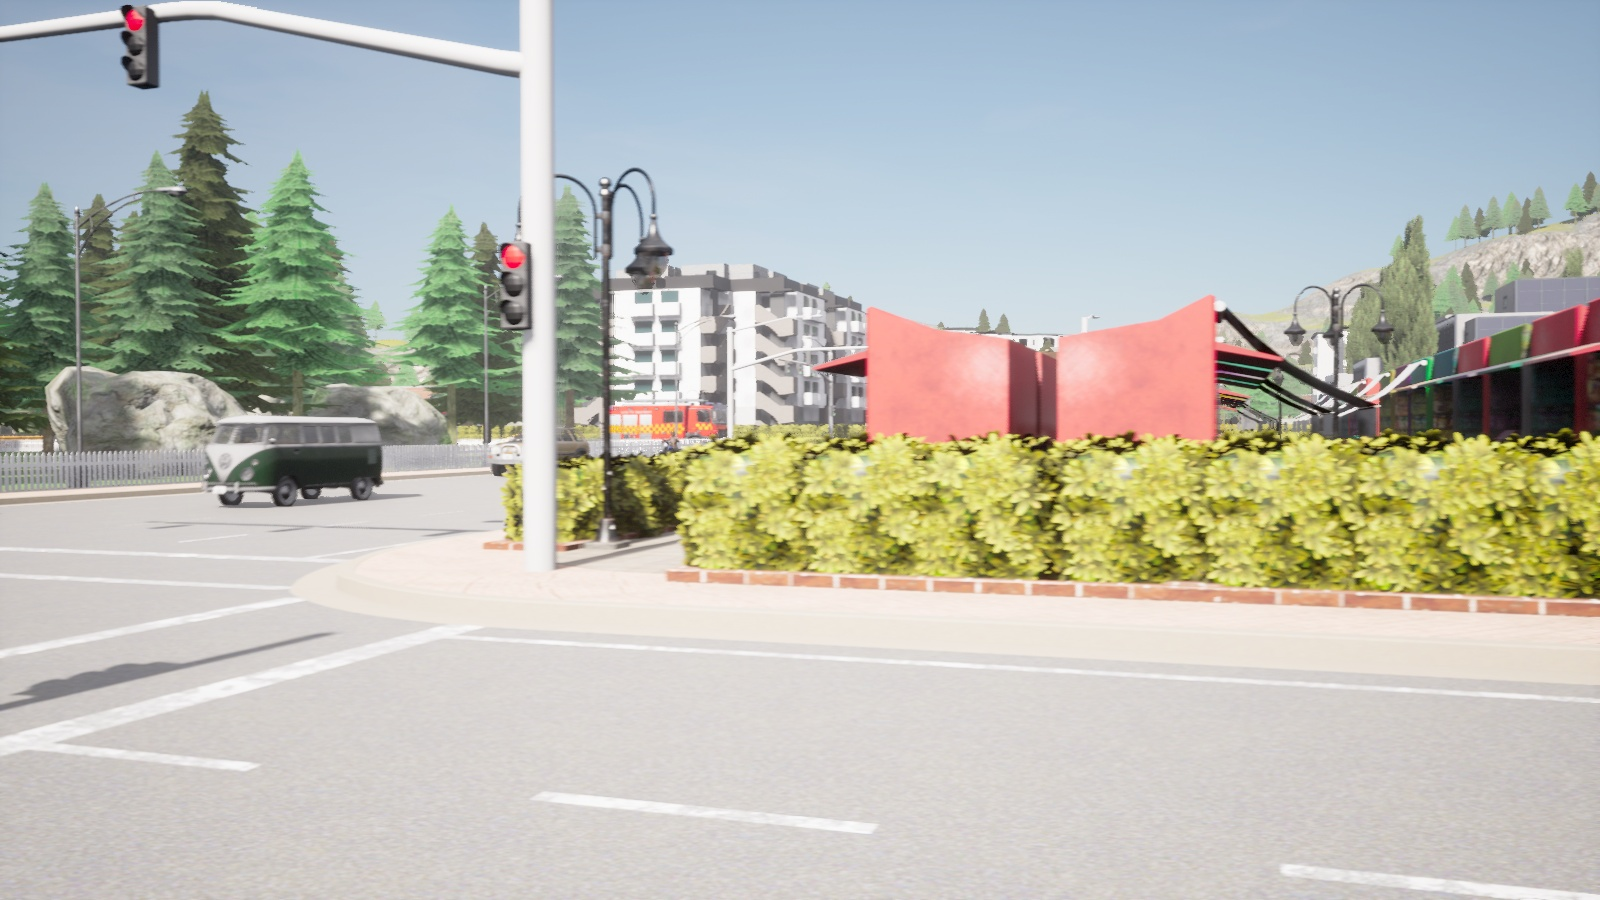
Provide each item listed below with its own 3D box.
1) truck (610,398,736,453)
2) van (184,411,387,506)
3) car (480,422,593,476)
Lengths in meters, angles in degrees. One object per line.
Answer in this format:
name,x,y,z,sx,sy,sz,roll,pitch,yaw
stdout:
truck,-8.994,-1.733,88.720,8.468,3.827,2.891,1,1,20
van,-11.525,0.137,28.492,1.775,1.987,4.442,1,1,19
car,-9.468,-0.063,45.486,1.932,1.855,4.605,1,1,19
